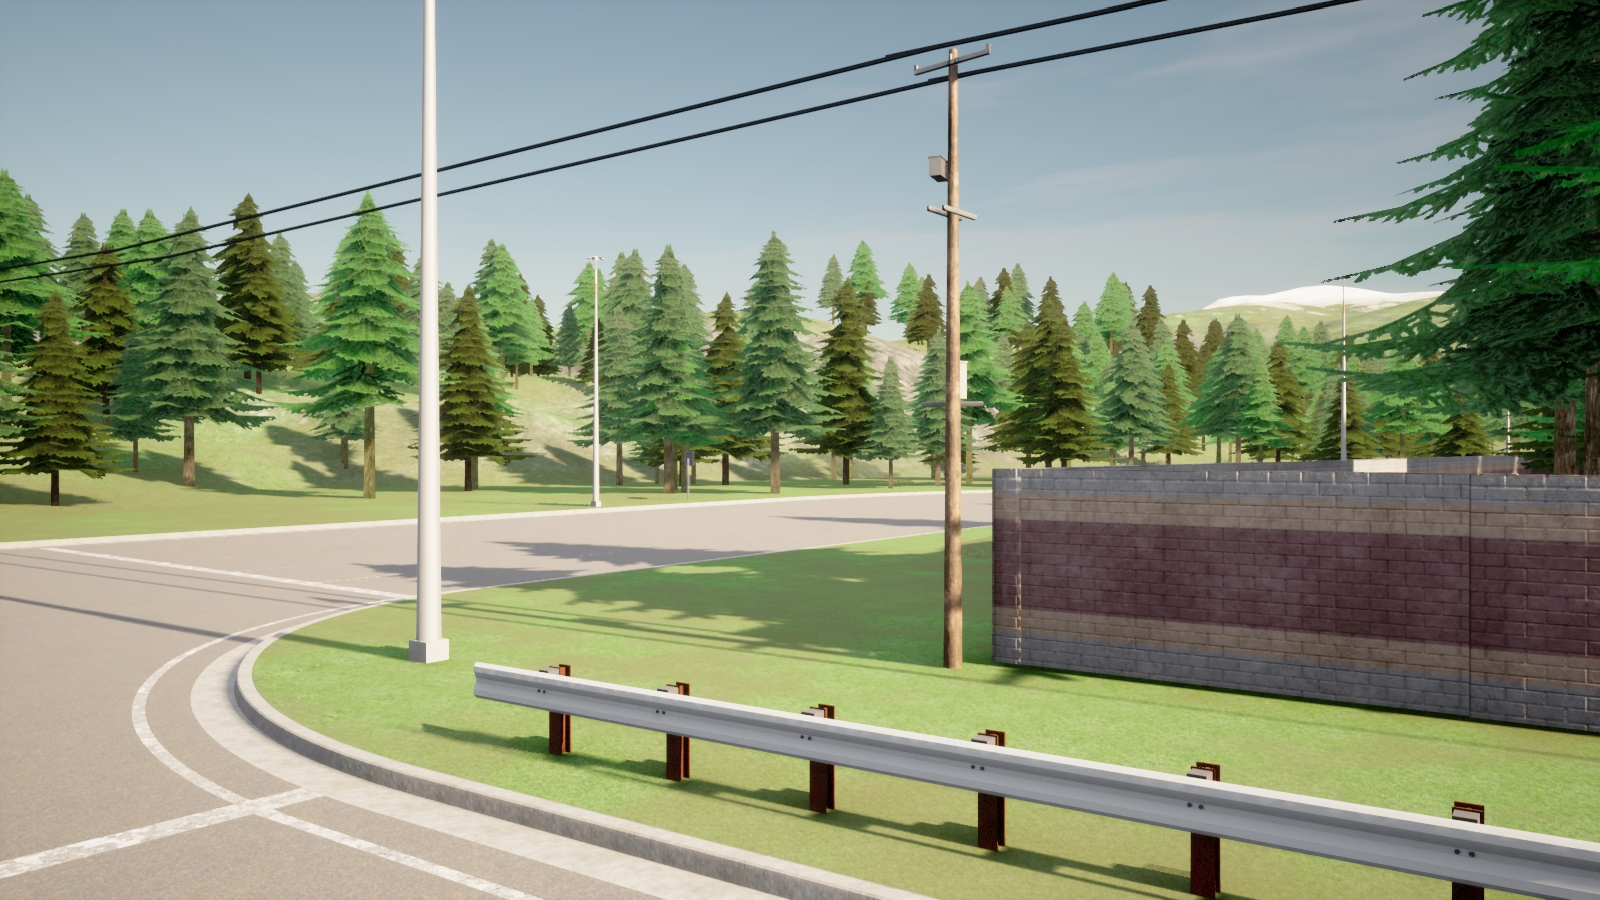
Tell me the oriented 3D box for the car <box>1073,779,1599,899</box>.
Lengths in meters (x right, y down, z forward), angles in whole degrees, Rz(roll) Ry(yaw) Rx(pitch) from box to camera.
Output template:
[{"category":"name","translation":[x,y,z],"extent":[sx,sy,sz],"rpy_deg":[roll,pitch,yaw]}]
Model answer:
[{"category":"car","translation":[3.010,1.982,1.681],"extent":[5.238,1.638,2.097],"rpy_deg":[0,0,35]}]
